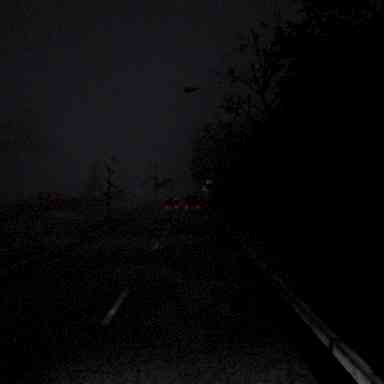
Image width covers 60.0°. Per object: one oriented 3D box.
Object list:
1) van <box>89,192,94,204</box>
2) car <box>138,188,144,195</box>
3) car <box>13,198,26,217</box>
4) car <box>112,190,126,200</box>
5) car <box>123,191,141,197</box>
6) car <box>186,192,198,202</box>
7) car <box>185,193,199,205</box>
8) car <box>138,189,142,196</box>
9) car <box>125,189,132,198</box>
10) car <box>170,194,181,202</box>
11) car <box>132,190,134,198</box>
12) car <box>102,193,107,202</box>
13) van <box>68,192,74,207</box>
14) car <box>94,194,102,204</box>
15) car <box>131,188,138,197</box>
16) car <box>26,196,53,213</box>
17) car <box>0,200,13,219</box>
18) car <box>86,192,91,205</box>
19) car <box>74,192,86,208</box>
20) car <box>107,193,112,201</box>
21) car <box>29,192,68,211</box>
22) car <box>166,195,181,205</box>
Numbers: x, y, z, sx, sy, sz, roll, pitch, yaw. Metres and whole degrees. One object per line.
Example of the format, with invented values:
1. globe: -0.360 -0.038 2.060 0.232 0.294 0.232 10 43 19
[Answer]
1. van: -16.958 0.960 48.445 4.442 1.987 1.878 -1 1 -20
2. car: -16.842 0.292 90.468 5.566 2.045 2.435 -1 2 -20
3. car: -16.836 1.468 27.617 4.792 1.488 2.163 -1 0 -20
4. car: -16.804 0.930 69.479 4.792 1.488 2.163 -1 1 -20
5. car: -16.836 0.502 93.472 4.792 1.488 2.163 -1 2 -20
6. car: 0.011 0.880 60.670 2.097 1.767 4.553 0 1 0
7. car: 0.009 1.013 50.664 2.097 1.767 4.553 0 1 0
8. car: -16.644 0.601 87.546 5.366 1.575 1.946 -1 1 -20
9. car: -16.997 0.818 75.401 5.366 1.575 1.946 -1 1 -20
10. car: -2.989 1.127 60.733 1.895 1.301 4.718 0 1 0
11. car: -16.827 0.811 78.475 4.674 1.452 2.002 -1 1 -20
12. car: -16.837 1.144 54.456 4.674 1.452 2.002 -1 1 -20
13. van: -16.748 1.077 39.585 4.442 1.987 1.878 -1 1 -20
14. car: -16.816 1.018 51.481 4.553 1.767 2.185 -1 1 -20
15. car: -16.798 0.473 81.489 5.566 2.045 2.435 -1 1 -20
16. car: -16.854 1.418 33.574 4.674 1.452 2.002 -1 1 -20
17. car: -16.693 1.455 24.689 5.366 1.575 1.946 -1 0 -20
18. car: -16.843 1.225 45.509 4.892 1.521 2.231 -1 1 -20
19. car: -16.830 1.012 42.537 5.566 2.045 2.435 -1 1 -20
20. car: -16.814 1.092 57.474 4.792 1.488 2.163 -1 1 -20
21. car: -16.885 1.093 36.542 5.566 2.045 2.435 -1 1 -20
22. car: -2.991 1.186 50.696 1.812 1.442 4.674 0 1 0
